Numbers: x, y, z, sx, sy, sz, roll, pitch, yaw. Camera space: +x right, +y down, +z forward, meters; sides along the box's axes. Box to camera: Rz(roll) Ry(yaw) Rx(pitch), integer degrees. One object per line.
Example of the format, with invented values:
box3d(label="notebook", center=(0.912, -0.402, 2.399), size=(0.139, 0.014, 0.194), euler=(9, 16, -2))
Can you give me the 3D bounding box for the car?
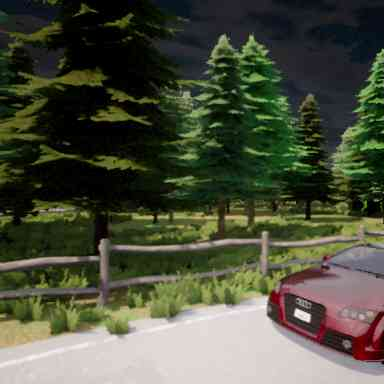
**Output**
box3d(label="car", center=(3.358, 1.632, 5.760), size=(4.181, 1.385, 1.994), euler=(1, 0, -28))
